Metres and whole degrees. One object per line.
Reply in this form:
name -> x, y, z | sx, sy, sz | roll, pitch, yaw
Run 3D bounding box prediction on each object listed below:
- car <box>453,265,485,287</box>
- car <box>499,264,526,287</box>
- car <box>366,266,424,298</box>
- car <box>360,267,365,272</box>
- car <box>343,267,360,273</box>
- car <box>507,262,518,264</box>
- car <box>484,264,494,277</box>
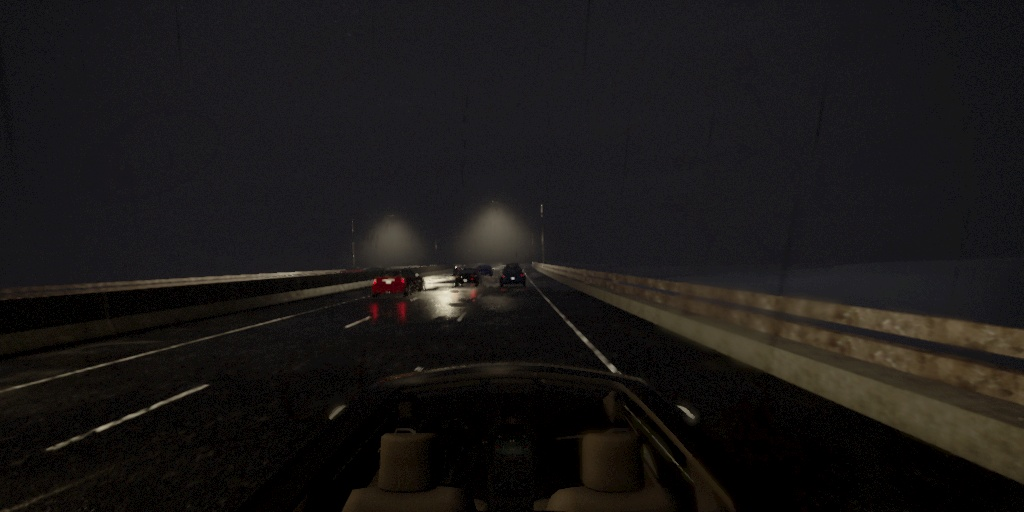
car -> -3.485, 1.666, 29.056 | 1.812, 1.442, 4.674 | -2, -1, 0
car -> 0.032, 1.577, 27.529 | 1.994, 1.385, 4.181 | -2, -1, -1
car -> -6.985, 1.531, 22.388 | 2.097, 1.767, 4.553 | -2, -1, 0
car -> -20.821, 2.336, 54.805 | 2.097, 1.767, 4.553 | -2, 0, 1
car -> -24.309, 2.474, 55.214 | 2.097, 1.767, 4.553 | -2, -1, 1
car -> 0.089, 1.517, 41.370 | 2.097, 1.767, 4.553 | -2, -1, 1
car -> -3.361, 1.791, 44.701 | 1.882, 1.535, 5.008 | -2, 0, 1
